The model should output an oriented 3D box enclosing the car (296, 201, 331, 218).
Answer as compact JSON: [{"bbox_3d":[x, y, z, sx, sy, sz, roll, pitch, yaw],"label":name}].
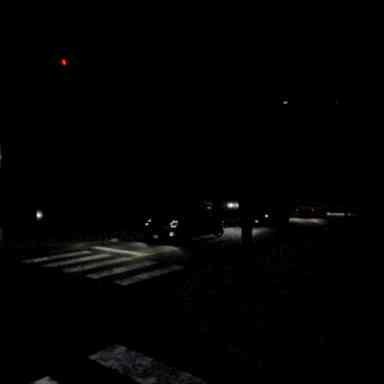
[{"bbox_3d":[11.889,1.668,33.042,1.882,1.535,5.008,-1,-1,37],"label":"car"}]

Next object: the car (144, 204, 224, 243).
[{"bbox_3d":[-0.303,1.433,16.714,2.097,1.767,4.553,-1,-1,37],"label":"car"}]

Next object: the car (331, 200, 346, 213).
[{"bbox_3d":[18.088,1.767,41.269,1.812,1.442,4.674,-1,-1,36],"label":"car"}]

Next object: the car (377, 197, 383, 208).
[{"bbox_3d":[31.187,1.653,53.572,2.097,1.767,4.553,-1,-1,37],"label":"car"}]

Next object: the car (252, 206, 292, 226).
[{"bbox_3d":[5.797,1.738,24.883,1.895,1.301,4.718,-1,-1,37],"label":"car"}]
